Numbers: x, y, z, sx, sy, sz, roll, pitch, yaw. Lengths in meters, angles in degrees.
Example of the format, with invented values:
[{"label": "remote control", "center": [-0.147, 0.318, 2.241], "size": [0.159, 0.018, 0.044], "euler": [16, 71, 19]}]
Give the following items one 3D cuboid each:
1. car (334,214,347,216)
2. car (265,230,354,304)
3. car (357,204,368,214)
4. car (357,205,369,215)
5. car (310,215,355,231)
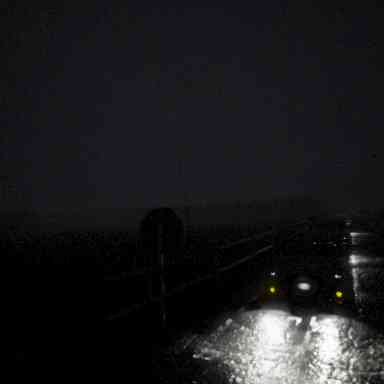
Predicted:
[{"label": "car", "center": [13.731, 2.776, 30.519], "size": [1.812, 1.442, 4.674], "euler": [-4, -4, 26]}, {"label": "car", "center": [3.356, 1.996, 9.279], "size": [1.994, 1.385, 4.181], "euler": [-4, -4, 25]}, {"label": "car", "center": [40.538, 4.026, 79.144], "size": [2.150, 2.045, 5.566], "euler": [-4, -4, 26]}, {"label": "car", "center": [36.100, 4.095, 69.978], "size": [1.837, 1.490, 4.892], "euler": [-4, -4, 26]}, {"label": "car", "center": [7.767, 2.287, 18.327], "size": [1.837, 1.490, 4.892], "euler": [-4, -4, 26]}]
